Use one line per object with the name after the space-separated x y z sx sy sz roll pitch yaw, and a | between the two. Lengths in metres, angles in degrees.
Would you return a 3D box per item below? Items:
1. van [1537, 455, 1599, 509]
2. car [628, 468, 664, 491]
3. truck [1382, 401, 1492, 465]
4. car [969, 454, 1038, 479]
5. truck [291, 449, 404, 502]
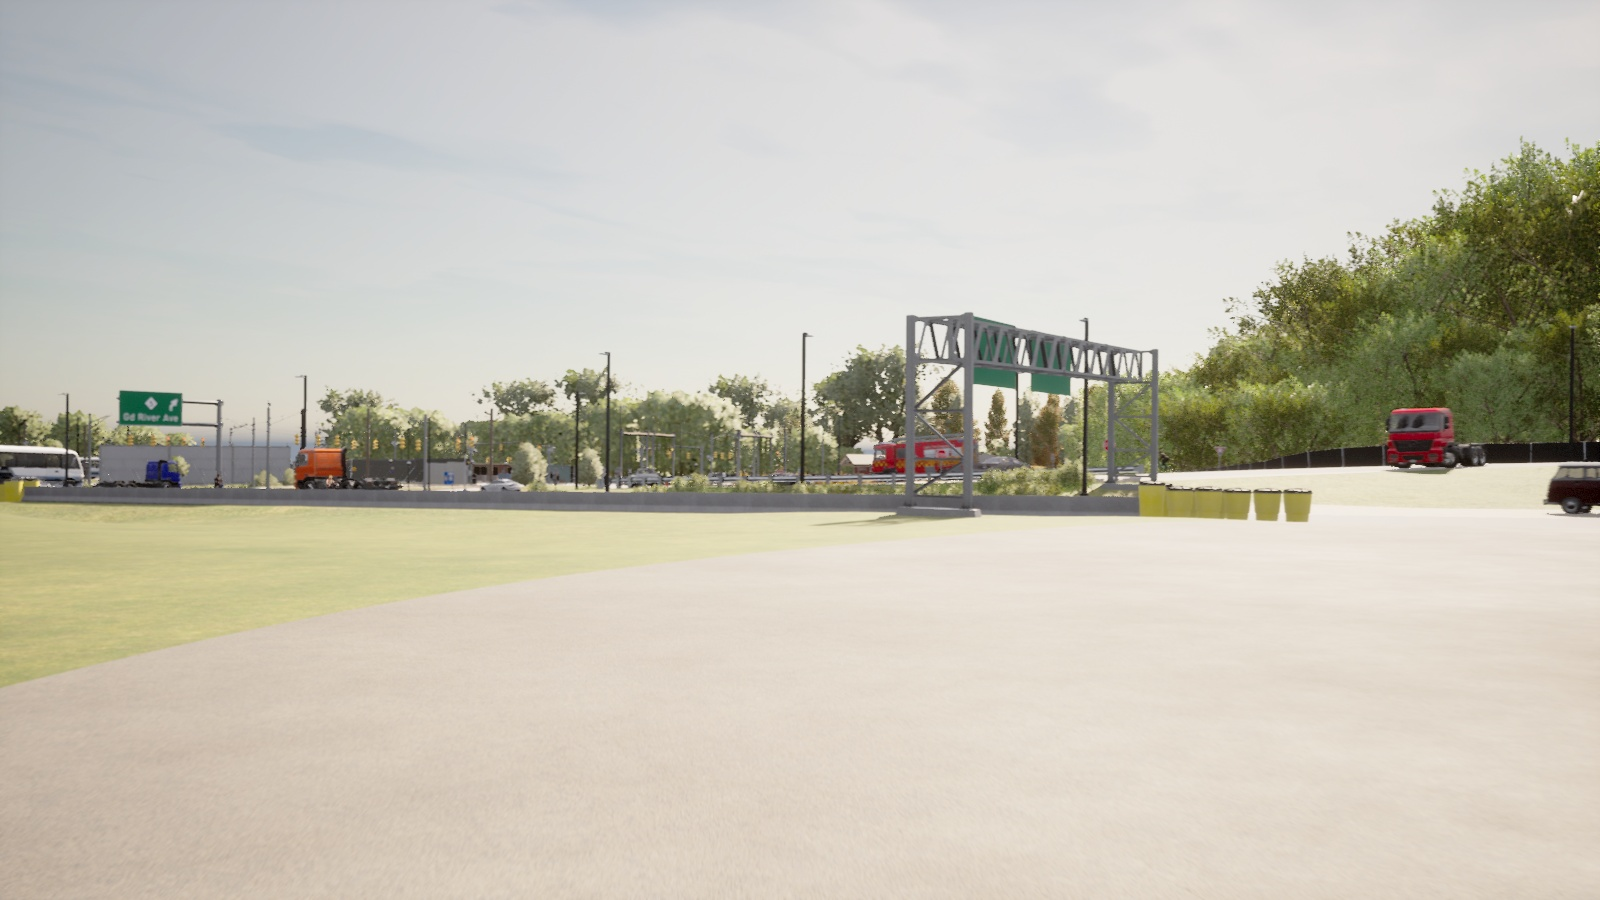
30.309 1.188 46.911 1.775 1.987 4.442 -1 0 -43 | van
-10.764 2.071 87.368 1.816 1.474 4.193 0 -2 -16 | car
36.557 -1.002 71.951 7.936 3.462 2.891 -2 0 -42 | truck
12.802 1.023 78.856 2.033 1.411 5.357 -4 -3 36 | car
-31.232 1.757 86.549 7.936 3.462 2.891 -1 -1 31 | truck
